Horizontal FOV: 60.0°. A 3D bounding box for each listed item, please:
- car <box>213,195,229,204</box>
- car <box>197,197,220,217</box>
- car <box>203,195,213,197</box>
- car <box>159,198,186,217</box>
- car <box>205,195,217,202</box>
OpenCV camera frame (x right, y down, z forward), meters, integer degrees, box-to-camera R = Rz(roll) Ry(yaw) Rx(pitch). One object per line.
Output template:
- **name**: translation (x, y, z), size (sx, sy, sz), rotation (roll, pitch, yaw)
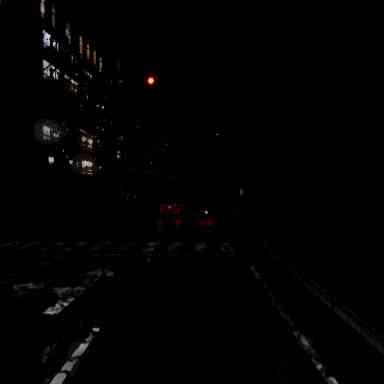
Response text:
- **car**: translation (6.098, 1.730, 69.465), size (1.994, 1.385, 4.181), rotation (0, 0, 10)
- **car**: translation (1.482, 1.534, 31.750), size (1.837, 1.490, 4.892), rotation (0, 0, 5)
- **car**: translation (2.749, 1.681, 69.180), size (1.837, 1.490, 4.892), rotation (0, 0, 10)
- **car**: translation (-1.787, 1.380, 31.593), size (2.097, 1.767, 4.553), rotation (0, 0, 5)
- **car**: translation (4.605, 1.537, 79.344), size (2.097, 1.767, 4.553), rotation (0, 0, 12)
